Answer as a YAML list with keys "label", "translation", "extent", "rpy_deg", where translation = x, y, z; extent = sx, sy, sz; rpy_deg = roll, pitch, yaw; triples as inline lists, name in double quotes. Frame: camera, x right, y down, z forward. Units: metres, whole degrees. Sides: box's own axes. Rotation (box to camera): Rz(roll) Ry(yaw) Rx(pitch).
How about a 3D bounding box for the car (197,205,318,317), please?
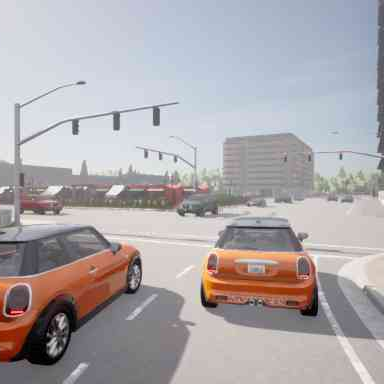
- label: "car"
  translation: [1.622, 1.352, 7.828]
  extent: [2.097, 1.767, 4.553]
  rpy_deg: [0, 0, 14]

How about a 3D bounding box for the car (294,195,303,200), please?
- label: "car"
  translation: [24.526, 1.340, 77.184]
  extent: [2.097, 1.767, 4.553]
  rpy_deg: [0, 0, 27]

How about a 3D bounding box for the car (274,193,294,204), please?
- label: "car"
  translation: [17.392, 1.223, 63.558]
  extent: [2.150, 2.045, 5.566]
  rpy_deg: [0, 0, 28]

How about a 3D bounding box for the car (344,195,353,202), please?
- label: "car"
  translation: [36.687, 1.500, 77.809]
  extent: [1.837, 1.490, 4.892]
  rpy_deg: [0, 0, 27]

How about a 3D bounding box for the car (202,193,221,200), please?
- label: "car"
  translation: [5.058, 1.208, 86.961]
  extent: [4.605, 1.855, 1.932]
  rpy_deg: [0, 0, 28]

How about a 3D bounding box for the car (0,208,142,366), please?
- label: "car"
  translation: [-2.494, 1.352, 6.118]
  extent: [2.097, 1.767, 4.553]
  rpy_deg: [0, 0, 10]

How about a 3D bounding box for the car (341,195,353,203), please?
- label: "car"
  translation: [32.097, 1.595, 68.987]
  extent: [1.895, 1.301, 4.718]
  rpy_deg: [0, 0, 27]

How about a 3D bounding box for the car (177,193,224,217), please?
- label: "car"
  translation: [0.687, 1.259, 31.572]
  extent: [2.150, 2.045, 5.566]
  rpy_deg: [0, 0, 27]

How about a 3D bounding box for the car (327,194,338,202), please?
- label: "car"
  translation: [33.550, 1.355, 79.364]
  extent: [2.097, 1.767, 4.553]
  rpy_deg: [0, 0, 27]

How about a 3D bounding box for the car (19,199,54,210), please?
- label: "car"
  translation: [-21.393, 1.656, 45.712]
  extent: [4.718, 1.301, 1.895]
  rpy_deg: [0, 0, 28]

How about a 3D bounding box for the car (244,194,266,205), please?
- label: "car"
  translation: [9.406, 1.491, 48.333]
  extent: [2.128, 1.511, 4.902]
  rpy_deg: [0, 0, 28]

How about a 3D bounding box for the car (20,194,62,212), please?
- label: "car"
  translation: [-16.132, 1.277, 34.793]
  extent: [5.566, 2.045, 2.150]
  rpy_deg: [0, 0, 28]
